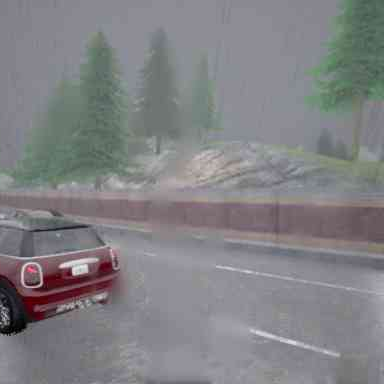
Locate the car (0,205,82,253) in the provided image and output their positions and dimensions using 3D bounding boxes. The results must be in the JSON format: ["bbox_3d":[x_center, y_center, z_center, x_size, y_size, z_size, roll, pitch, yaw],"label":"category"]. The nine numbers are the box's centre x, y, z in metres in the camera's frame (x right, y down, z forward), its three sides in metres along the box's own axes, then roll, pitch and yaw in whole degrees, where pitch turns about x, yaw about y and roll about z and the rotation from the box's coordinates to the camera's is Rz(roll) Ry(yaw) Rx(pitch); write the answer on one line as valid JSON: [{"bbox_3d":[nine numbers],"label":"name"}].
[{"bbox_3d":[-6.954,1.425,14.432,5.008,1.535,1.882,0,0,42],"label":"car"}]

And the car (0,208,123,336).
[{"bbox_3d":[-3.547,1.326,6.931,4.553,1.767,2.097,0,0,39],"label":"car"}]
